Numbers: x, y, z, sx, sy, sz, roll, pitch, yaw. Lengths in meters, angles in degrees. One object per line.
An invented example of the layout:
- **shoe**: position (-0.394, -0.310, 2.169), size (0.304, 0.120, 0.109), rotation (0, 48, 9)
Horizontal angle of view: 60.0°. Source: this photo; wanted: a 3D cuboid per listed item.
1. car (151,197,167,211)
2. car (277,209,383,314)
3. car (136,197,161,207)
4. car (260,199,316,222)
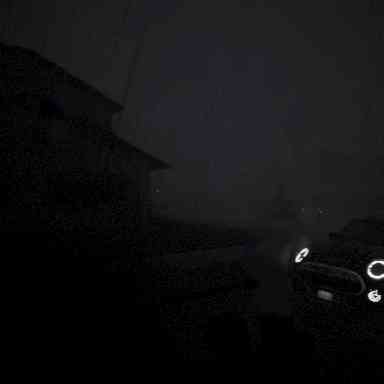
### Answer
- **car**: position (-4.934, 1.601, 41.113), size (1.895, 1.301, 4.718), rotation (0, 0, -35)
- **car**: position (4.348, 1.352, 7.531), size (4.553, 1.767, 2.097), rotation (0, 0, -35)
- **car**: position (-6.751, 1.526, 50.831), size (1.812, 1.442, 4.674), rotation (0, 0, -36)
- **car**: position (7.116, 1.352, 24.019), size (2.097, 1.767, 4.553), rotation (0, 0, -35)
